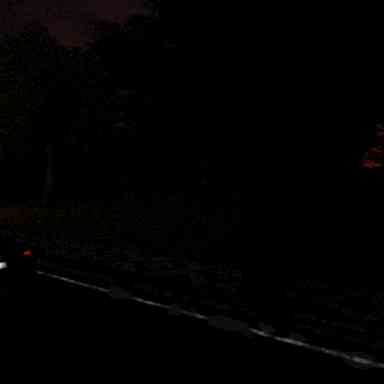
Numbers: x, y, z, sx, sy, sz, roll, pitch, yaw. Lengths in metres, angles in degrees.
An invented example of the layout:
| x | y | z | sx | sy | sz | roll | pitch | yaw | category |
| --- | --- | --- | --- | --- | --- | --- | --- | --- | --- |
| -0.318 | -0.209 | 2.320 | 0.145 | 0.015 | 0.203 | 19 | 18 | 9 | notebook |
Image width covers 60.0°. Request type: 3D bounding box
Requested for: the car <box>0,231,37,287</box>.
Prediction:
| x | y | z | sx | sy | sz | roll | pitch | yaw | category |
| --- | --- | --- | --- | --- | --- | --- | --- | --- | --- |
| -5.616 | 1.475 | 8.004 | 4.181 | 1.385 | 1.994 | 1 | 0 | 36 | car |
